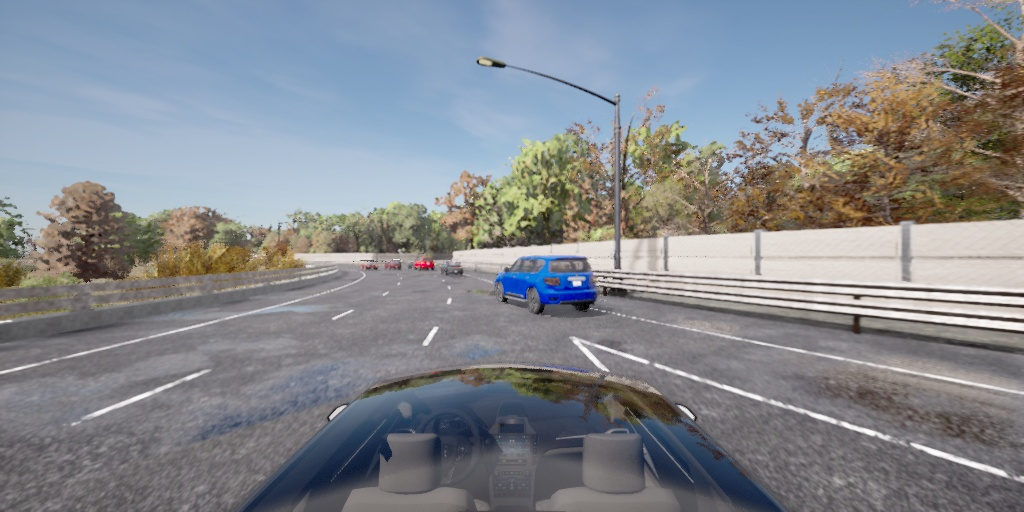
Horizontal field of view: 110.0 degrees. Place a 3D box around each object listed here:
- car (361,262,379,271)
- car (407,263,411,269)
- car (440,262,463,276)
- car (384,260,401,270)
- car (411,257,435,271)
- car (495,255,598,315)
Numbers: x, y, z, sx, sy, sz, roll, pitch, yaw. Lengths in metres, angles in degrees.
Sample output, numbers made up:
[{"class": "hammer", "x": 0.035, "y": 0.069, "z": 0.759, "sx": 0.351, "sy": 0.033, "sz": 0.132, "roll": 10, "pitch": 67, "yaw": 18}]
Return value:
[{"class": "car", "x": -21.953, "y": 1.565, "z": 55.148, "sx": 1.895, "sy": 1.301, "sz": 4.718, "roll": 0, "pitch": 0, "yaw": -33}, {"class": "car", "x": -15.596, "y": 1.529, "z": 58.311, "sx": 1.994, "sy": 1.385, "sz": 4.181, "roll": 0, "pitch": 0, "yaw": -33}, {"class": "car", "x": -6.529, "y": 1.377, "z": 38.503, "sx": 2.128, "sy": 1.511, "sz": 4.902, "roll": 0, "pitch": 0, "yaw": -21}, {"class": "car", "x": -18.932, "y": 1.490, "z": 56.919, "sx": 1.812, "sy": 1.442, "sz": 4.674, "roll": 0, "pitch": 0, "yaw": -33}, {"class": "car", "x": -13.198, "y": 1.168, "z": 53.860, "sx": 2.150, "sy": 2.045, "sz": 5.566, "roll": 0, "pitch": 0, "yaw": -26}, {"class": "car", "x": 1.109, "y": 1.005, "z": 14.196, "sx": 2.150, "sy": 2.045, "sz": 5.566, "roll": 0, "pitch": 0, "yaw": -22}]
